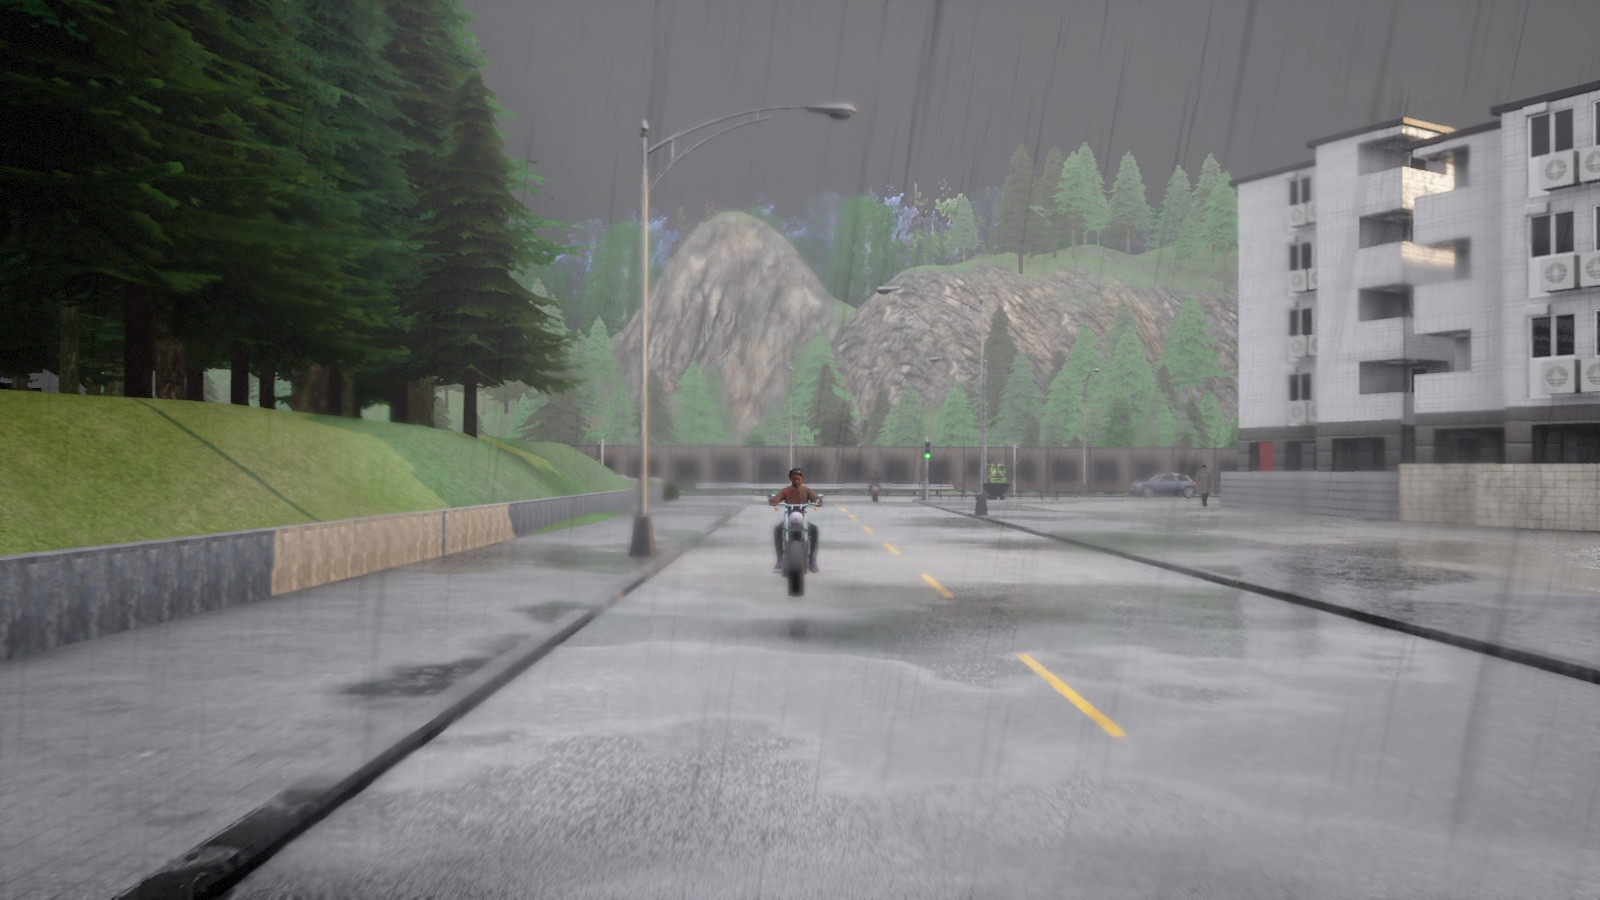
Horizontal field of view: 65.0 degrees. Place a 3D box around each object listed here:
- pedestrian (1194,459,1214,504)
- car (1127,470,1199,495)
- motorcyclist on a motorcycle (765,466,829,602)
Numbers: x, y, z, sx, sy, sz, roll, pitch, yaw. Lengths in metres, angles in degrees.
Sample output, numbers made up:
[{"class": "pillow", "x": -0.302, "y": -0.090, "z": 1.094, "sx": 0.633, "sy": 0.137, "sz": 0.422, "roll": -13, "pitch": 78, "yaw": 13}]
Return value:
[{"class": "pedestrian", "x": 17.530, "y": 1.367, "z": 54.500, "sx": 0.659, "sy": 1.952, "sz": 0.873, "roll": 0, "pitch": -1, "yaw": 9}, {"class": "car", "x": 22.194, "y": 1.978, "z": 76.853, "sx": 3.806, "sy": 1.475, "sz": 1.970, "roll": 0, "pitch": -1, "yaw": 0}, {"class": "motorcyclist on a motorcycle", "x": -0.038, "y": 1.040, "z": 16.430, "sx": 0.766, "sy": 1.649, "sz": 2.350, "roll": 0, "pitch": -1, "yaw": 0}]
